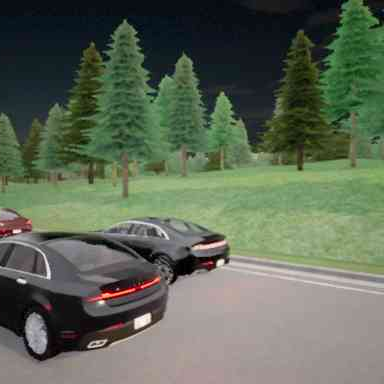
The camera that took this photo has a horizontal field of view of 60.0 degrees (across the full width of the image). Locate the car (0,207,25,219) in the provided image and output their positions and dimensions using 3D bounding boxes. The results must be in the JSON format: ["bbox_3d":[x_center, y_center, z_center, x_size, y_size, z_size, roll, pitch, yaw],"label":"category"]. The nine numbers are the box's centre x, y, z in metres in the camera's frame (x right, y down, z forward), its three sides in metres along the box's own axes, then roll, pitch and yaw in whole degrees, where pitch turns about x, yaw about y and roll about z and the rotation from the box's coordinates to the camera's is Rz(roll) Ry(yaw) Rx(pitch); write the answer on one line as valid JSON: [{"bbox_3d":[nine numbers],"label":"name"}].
[{"bbox_3d":[-8.817,1.396,14.589,4.674,1.442,1.812,1,0,36],"label":"car"}]

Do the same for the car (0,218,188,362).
[{"bbox_3d":[-2.628,1.460,5.871,4.892,1.490,1.837,1,0,36],"label":"car"}]

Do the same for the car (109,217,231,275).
[{"bbox_3d":[-1.308,1.438,9.231,4.902,1.511,2.128,0,0,35],"label":"car"}]
